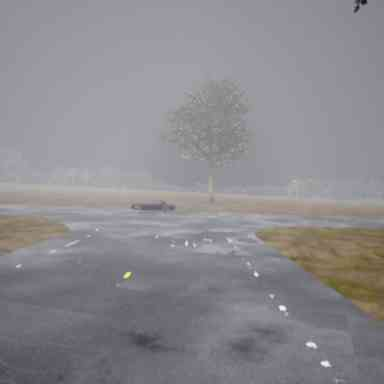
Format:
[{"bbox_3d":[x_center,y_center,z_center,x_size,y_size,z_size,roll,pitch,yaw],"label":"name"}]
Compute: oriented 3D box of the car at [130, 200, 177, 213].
[{"bbox_3d":[-3.939,1.431,34.266,4.718,1.301,1.895,2,0,1],"label":"car"}]
